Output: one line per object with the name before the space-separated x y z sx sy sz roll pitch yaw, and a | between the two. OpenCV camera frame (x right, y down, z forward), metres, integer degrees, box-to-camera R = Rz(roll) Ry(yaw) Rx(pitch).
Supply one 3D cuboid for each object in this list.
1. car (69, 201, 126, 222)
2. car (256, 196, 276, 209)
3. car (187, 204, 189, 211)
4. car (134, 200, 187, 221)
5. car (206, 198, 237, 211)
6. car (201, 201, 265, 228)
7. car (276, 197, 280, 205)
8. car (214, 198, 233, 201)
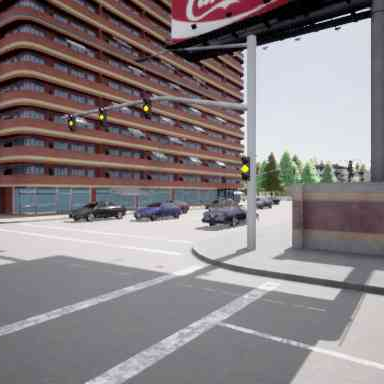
car | -7.447 1.505 26.629 1.837 1.490 4.892 0 0 35
car | 9.049 1.526 43.906 1.812 1.442 4.674 0 0 35
car | -2.132 1.526 34.146 1.812 1.442 4.674 0 0 35
car | -2.700 1.526 27.250 1.812 1.442 4.674 0 0 35
car | 3.885 1.526 42.688 1.812 1.442 4.674 0 0 36
car | 2.713 1.547 22.469 2.033 1.411 5.357 0 0 35
car | 13.194 1.524 55.719 1.837 1.490 4.892 0 0 35
car | 3.172 1.506 35.606 1.837 1.490 4.892 0 0 35
